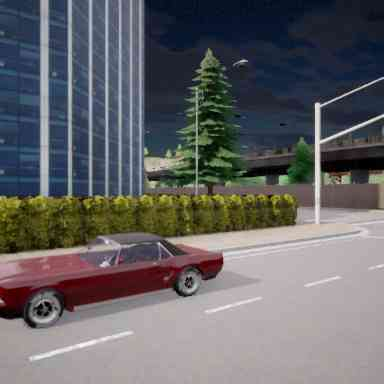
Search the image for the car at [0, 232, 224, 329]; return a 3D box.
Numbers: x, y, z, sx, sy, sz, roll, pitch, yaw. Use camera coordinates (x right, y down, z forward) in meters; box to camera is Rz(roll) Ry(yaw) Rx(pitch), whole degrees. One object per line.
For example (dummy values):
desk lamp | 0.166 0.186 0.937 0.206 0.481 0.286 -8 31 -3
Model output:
car | -1.670 1.600 7.060 4.718 1.301 1.895 0 0 -35
